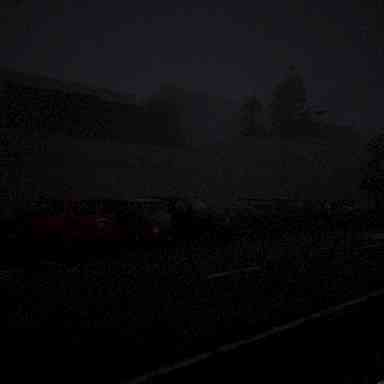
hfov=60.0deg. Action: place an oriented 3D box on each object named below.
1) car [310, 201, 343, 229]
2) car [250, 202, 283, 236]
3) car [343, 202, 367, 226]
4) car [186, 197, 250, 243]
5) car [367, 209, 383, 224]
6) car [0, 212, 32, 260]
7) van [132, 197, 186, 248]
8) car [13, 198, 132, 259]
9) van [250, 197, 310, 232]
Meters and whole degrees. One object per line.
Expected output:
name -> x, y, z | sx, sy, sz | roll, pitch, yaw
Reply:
car -> 6.907, 1.359, 21.489 | 4.553, 1.767, 2.185 | -1, 0, 34
car -> 2.030, 1.491, 18.038 | 4.892, 1.521, 2.231 | -1, 0, 34
car -> 9.314, 1.523, 23.233 | 4.674, 1.452, 2.002 | -1, 0, 35
car -> -0.378, 1.241, 16.302 | 5.566, 2.045, 2.435 | -1, -1, 35
car -> 11.784, 1.509, 24.968 | 4.792, 1.488, 2.163 | -1, -1, 34
car -> -7.691, 1.534, 11.111 | 4.674, 1.452, 2.002 | -1, -1, 34
van -> -2.734, 1.268, 14.520 | 4.442, 1.987, 1.878 | -1, -1, 35
car -> -5.290, 1.246, 12.863 | 5.566, 2.045, 2.435 | -1, -1, 34
van -> 4.355, 1.263, 19.840 | 4.442, 1.987, 1.878 | -1, 0, 34
